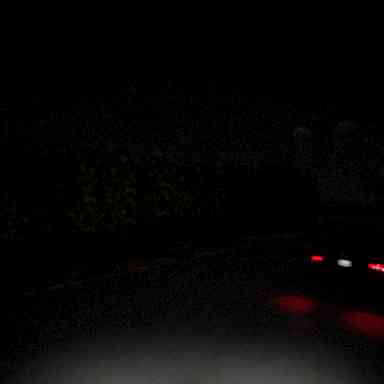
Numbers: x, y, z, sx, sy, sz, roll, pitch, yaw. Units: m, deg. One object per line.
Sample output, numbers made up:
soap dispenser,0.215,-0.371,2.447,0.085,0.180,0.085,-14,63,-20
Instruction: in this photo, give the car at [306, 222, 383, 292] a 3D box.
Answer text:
car,4.907,1.523,8.747,2.033,1.411,5.357,0,0,44
